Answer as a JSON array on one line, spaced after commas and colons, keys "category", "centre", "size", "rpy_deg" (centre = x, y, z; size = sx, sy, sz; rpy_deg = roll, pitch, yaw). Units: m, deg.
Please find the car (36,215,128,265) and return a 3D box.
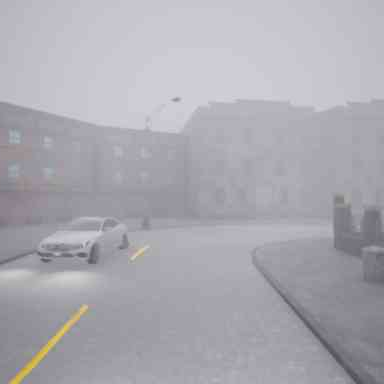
[{"category": "car", "centre": [-3.783, 1.632, 12.408], "size": [1.812, 1.442, 4.674], "rpy_deg": [0, -1, 8]}]
